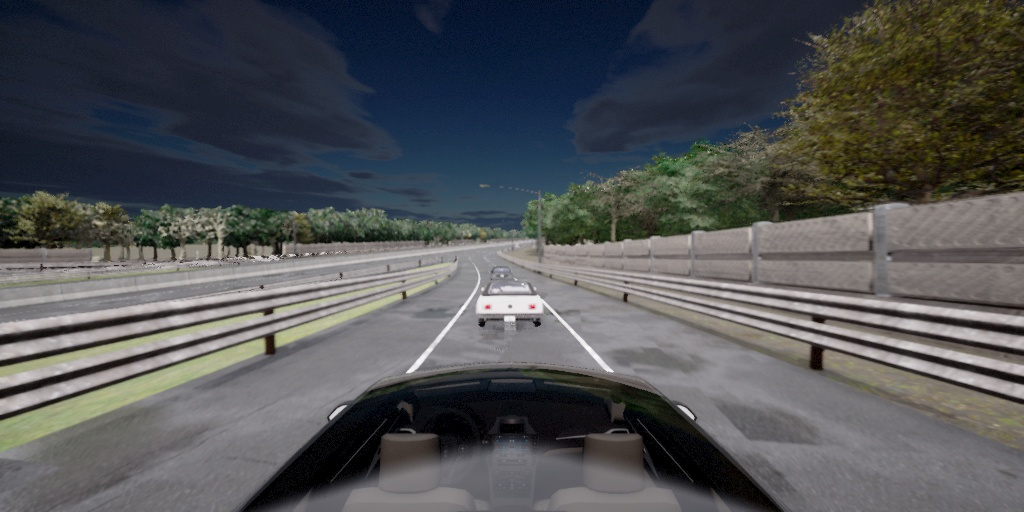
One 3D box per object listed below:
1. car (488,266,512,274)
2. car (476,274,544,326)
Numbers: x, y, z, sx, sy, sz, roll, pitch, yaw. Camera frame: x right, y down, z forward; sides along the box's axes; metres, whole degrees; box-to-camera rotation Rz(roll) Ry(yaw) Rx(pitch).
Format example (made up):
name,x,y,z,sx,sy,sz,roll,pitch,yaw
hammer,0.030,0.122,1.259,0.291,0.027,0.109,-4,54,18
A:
name,x,y,z,sx,sy,sz,roll,pitch,yaw
car,-0.906,1.552,29.154,2.033,1.411,5.357,0,-1,-4
car,-0.102,1.446,12.028,1.895,1.301,4.718,0,-1,-1
